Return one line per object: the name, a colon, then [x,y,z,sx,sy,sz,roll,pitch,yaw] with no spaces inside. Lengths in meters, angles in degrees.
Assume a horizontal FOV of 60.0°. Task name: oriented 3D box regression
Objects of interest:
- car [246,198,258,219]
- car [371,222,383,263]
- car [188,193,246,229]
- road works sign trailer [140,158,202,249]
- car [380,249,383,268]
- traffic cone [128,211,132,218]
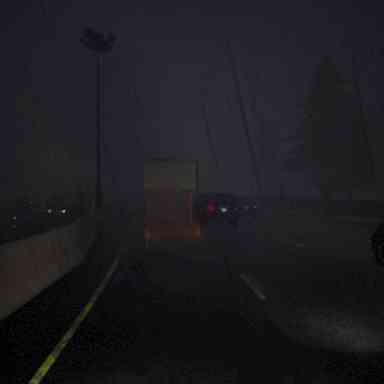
car: [3.472,1.170,26.471,2.097,1.767,4.553,0,0,-13]
car: [6.639,1.162,7.700,2.150,2.045,5.566,0,0,-4]
car: [1.234,1.079,20.944,2.150,2.045,5.566,0,0,-11]
road works sign trailer: [-0.971,0.369,14.209,2.380,3.560,2.880,0,0,-11]
car: [3.412,1.508,1.962,1.812,1.442,4.674,0,0,-1]
traffic cone: [-4.980,1.780,26.677,0.340,0.580,0.340,0,0,-11]
